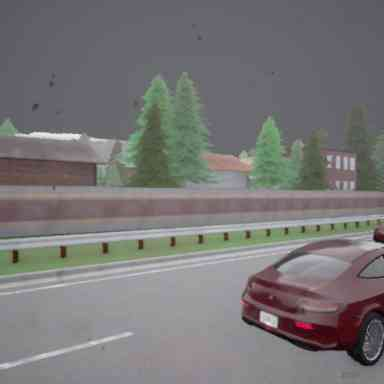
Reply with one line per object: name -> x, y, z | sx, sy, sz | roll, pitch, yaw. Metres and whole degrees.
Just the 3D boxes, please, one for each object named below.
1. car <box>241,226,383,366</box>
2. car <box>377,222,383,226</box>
car -> 2.913, 1.568, 5.829 | 4.674, 1.442, 1.812 | 0, 0, -35
car -> 10.209, 1.694, 15.328 | 4.181, 1.385, 1.994 | 0, 0, -35
